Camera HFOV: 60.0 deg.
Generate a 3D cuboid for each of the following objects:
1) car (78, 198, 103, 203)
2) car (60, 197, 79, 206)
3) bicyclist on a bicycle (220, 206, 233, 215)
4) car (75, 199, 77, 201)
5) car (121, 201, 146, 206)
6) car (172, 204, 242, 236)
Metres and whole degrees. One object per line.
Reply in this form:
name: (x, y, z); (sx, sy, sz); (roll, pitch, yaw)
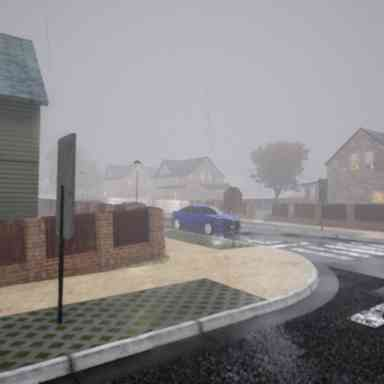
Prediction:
car: (-10.308, 1.568, 35.416); (1.812, 1.442, 4.674); (2, -1, -33)
car: (-21.025, 1.647, 56.894); (1.837, 1.490, 4.892); (2, -1, -33)
bicyclist on a bicycle: (2.741, 1.459, 26.322); (1.656, 1.620, 0.582); (1, -1, -34)
car: (-15.614, 1.659, 48.738); (1.812, 1.442, 4.674); (2, -1, -34)
car: (-4.613, 1.526, 26.811); (1.837, 1.490, 4.892); (2, -1, -33)
car: (0.696, 1.477, 18.799); (1.882, 1.535, 5.008); (2, -1, -33)
